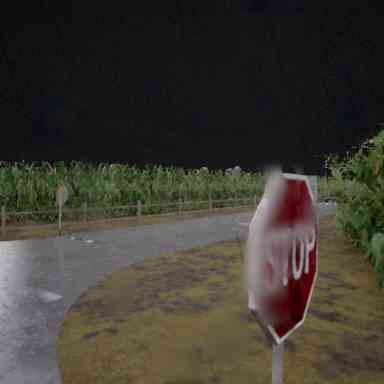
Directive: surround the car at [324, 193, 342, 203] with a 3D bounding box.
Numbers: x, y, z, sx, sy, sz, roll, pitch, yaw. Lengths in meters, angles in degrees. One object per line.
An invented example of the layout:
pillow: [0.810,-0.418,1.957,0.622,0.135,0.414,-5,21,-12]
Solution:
car: [20.056,0.786,46.208,2.033,1.411,5.357,1,2,38]
